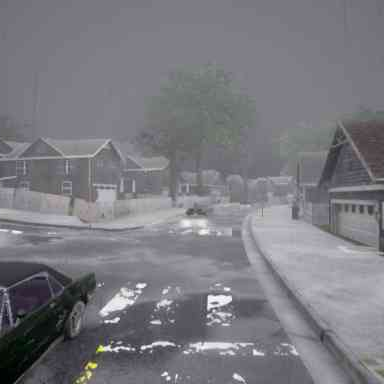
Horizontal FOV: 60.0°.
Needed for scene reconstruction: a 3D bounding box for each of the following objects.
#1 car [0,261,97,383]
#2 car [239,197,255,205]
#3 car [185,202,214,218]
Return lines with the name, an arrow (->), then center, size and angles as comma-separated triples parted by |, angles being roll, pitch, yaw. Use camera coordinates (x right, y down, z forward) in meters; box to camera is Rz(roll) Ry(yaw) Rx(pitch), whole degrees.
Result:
car -> -2.683, 1.610, 3.744 | 1.895, 1.301, 4.718 | 0, 0, 2
car -> 9.417, 1.562, 56.477 | 1.994, 1.385, 4.181 | 0, 0, 23
car -> 0.764, 1.576, 30.385 | 1.895, 1.301, 4.718 | 0, 0, 12
